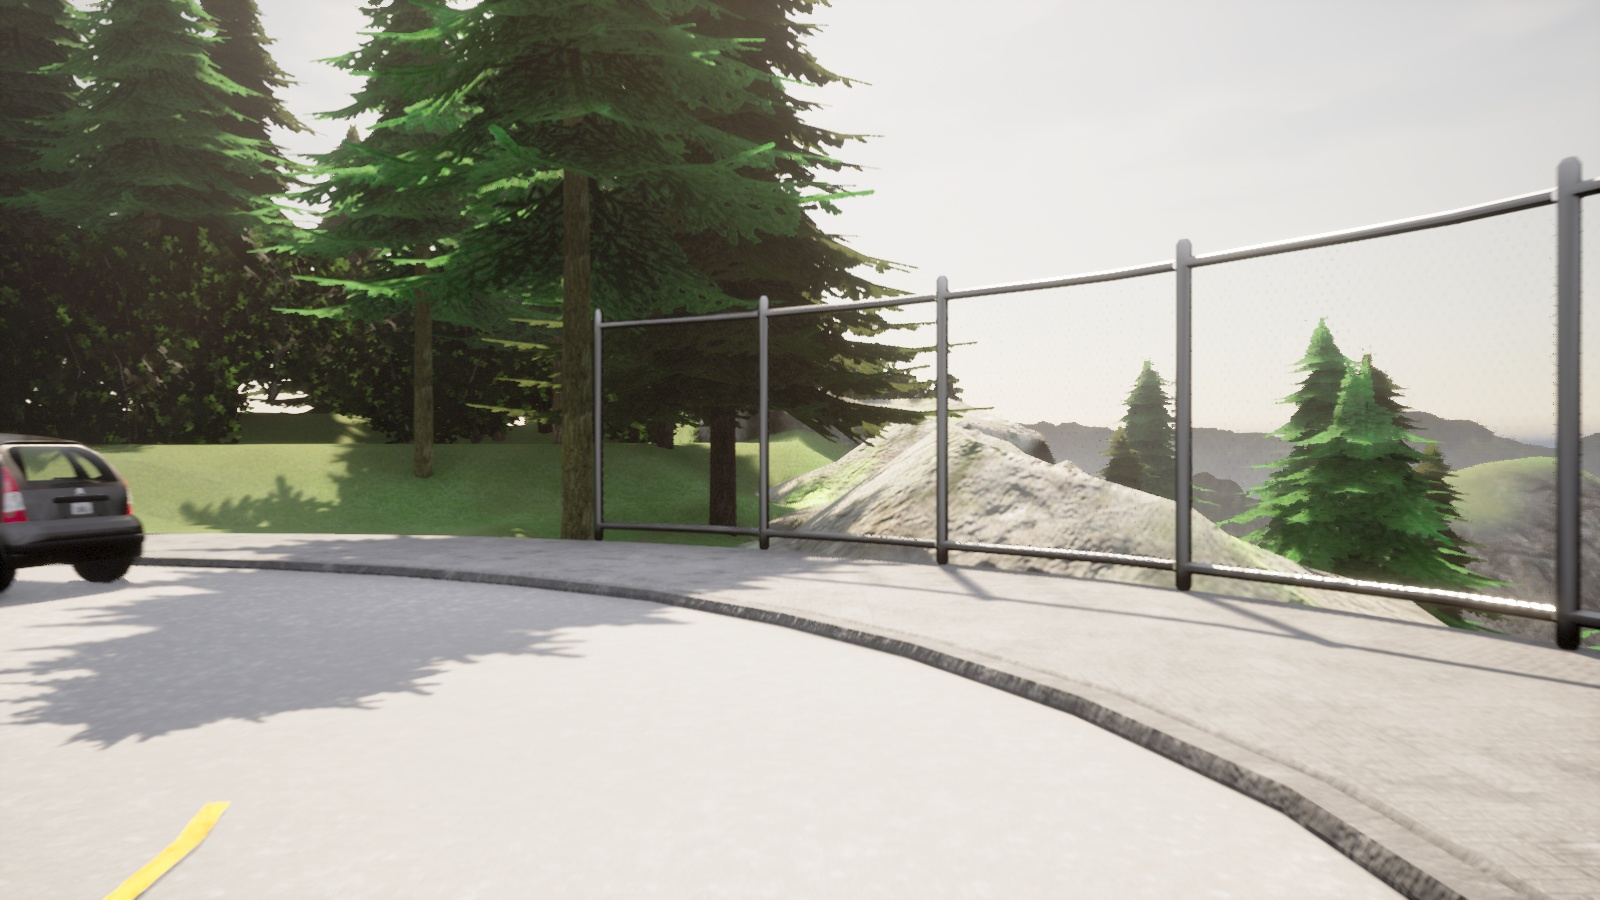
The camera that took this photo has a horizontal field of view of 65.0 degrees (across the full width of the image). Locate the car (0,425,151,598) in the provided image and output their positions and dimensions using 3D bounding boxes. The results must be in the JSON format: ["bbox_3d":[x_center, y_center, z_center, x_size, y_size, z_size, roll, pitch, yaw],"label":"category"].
[{"bbox_3d":[-9.125,0.565,13.103,3.988,1.617,1.851,0,0,16],"label":"car"}]
